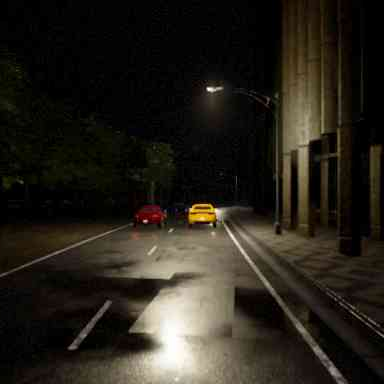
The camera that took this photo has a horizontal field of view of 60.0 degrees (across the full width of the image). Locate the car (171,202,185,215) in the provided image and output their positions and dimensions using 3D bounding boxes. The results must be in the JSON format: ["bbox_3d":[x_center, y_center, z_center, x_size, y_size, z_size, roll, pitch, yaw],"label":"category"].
[{"bbox_3d":[-1.605,1.987,40.605,1.882,1.535,5.008,0,-2,5],"label":"car"}]

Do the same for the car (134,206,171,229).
[{"bbox_3d":[-2.780,1.669,22.949,1.812,1.442,4.674,0,-1,3],"label":"car"}]

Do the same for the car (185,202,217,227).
[{"bbox_3d":[0.788,1.644,24.222,1.882,1.535,5.008,0,-1,3],"label":"car"}]

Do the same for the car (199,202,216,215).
[{"bbox_3d":[1.971,2.015,41.358,1.882,1.535,5.008,0,-2,5],"label":"car"}]
